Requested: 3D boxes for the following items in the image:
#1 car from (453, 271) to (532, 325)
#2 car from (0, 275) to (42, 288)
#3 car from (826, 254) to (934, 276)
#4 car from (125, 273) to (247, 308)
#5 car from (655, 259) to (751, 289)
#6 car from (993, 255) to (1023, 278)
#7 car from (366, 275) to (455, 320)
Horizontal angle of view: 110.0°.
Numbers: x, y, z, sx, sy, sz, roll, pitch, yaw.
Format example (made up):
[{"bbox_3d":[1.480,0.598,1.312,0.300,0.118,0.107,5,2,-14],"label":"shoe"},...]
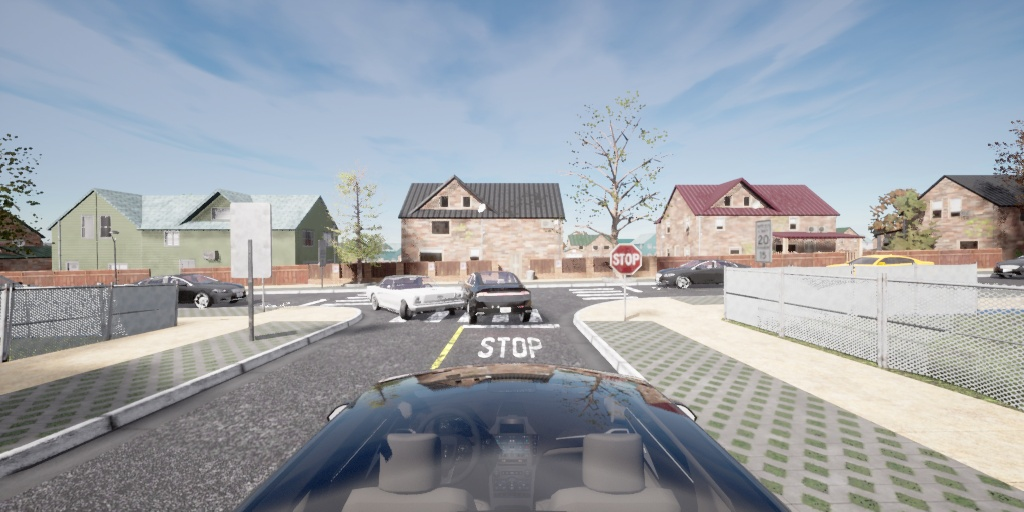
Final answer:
[{"bbox_3d":[-0.683,1.242,12.020,2.128,1.511,4.902,0,0,-12],"label":"car"},{"bbox_3d":[-24.236,1.648,16.340,4.553,1.767,2.097,-1,1,0],"label":"car"},{"bbox_3d":[19.765,0.690,19.460,5.008,1.535,1.882,-1,1,-1],"label":"car"},{"bbox_3d":[-14.899,1.566,16.378,4.902,1.511,2.128,-1,1,0],"label":"car"},{"bbox_3d":[10.335,0.926,19.426,4.902,1.511,2.128,-1,1,0],"label":"car"},{"bbox_3d":[29.390,0.478,19.494,4.902,1.511,2.128,-1,1,0],"label":"car"},{"bbox_3d":[-3.600,1.368,12.880,1.895,1.301,4.718,0,0,-38],"label":"car"}]
